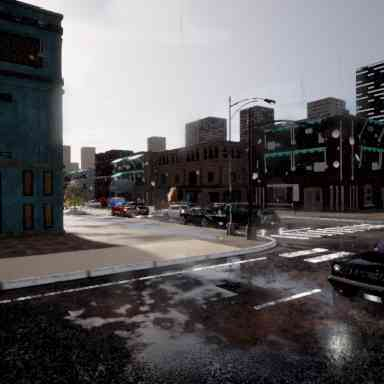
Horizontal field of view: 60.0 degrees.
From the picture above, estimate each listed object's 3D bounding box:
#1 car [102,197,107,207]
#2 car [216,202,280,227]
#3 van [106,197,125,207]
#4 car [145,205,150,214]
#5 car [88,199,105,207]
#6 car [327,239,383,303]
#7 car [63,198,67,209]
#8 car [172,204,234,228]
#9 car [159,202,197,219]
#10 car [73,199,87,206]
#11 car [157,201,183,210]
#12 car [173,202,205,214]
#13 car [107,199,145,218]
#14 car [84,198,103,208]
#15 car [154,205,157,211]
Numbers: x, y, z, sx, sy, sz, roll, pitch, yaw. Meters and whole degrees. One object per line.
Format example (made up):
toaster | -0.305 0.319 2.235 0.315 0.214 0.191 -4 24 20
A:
car | -16.398 1.940 63.376 2.192 1.841 5.009 -1 0 -35
car | 4.189 1.547 24.246 2.097 1.767 4.553 -1 0 -34
van | -13.195 1.907 58.861 1.690 1.788 3.998 -1 0 -35
car | -6.814 1.918 39.890 1.837 1.490 4.892 -1 0 -35
car | -19.594 2.227 67.891 1.887 1.381 4.507 -1 0 -35
car | 5.053 1.599 7.274 4.718 1.301 1.895 0 0 -35
car | -23.129 2.233 58.388 1.752 1.417 4.829 -1 0 -35
car | 0.713 1.814 24.563 1.947 1.339 4.313 -1 0 -35
car | -0.906 1.898 31.549 1.895 1.301 4.718 -1 0 -35
car | -25.998 2.364 76.921 1.947 1.339 4.313 -1 0 -35
car | -1.551 1.820 37.971 2.128 1.511 4.902 -1 0 -35
car | -0.381 1.903 40.802 1.802 1.307 4.206 -2 0 -35
car | -7.219 1.846 35.952 1.967 1.590 4.097 -1 0 -35
car | -18.900 2.258 62.449 1.895 1.301 4.718 -1 0 -35
car | -3.583 1.966 45.316 1.802 1.307 4.206 -2 0 -35
